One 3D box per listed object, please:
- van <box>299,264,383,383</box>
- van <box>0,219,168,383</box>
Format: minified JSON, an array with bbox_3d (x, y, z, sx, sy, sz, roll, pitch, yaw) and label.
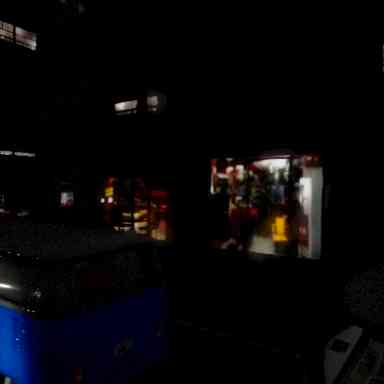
[{"bbox_3d":[2.365,1.345,1.177,3.998,1.788,1.690,0,1,35],"label":"van"},{"bbox_3d":[-2.200,1.326,4.425,3.998,1.788,1.690,0,1,35],"label":"van"}]
